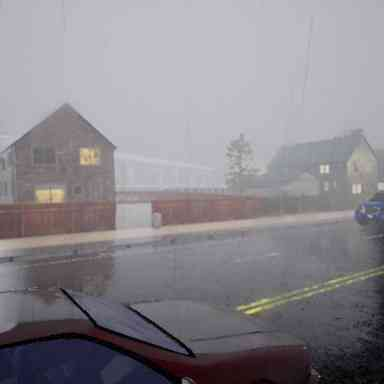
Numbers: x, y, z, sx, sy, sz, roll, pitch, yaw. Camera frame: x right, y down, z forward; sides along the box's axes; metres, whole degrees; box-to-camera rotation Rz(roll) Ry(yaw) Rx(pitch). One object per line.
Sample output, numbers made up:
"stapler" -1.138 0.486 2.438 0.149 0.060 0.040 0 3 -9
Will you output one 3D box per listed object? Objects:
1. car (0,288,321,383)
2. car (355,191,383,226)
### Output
"car" -1.381 1.544 2.442 5.357 1.411 2.033 -1 1 -35
"car" 12.057 0.936 19.853 5.566 2.045 2.150 -1 1 -35
